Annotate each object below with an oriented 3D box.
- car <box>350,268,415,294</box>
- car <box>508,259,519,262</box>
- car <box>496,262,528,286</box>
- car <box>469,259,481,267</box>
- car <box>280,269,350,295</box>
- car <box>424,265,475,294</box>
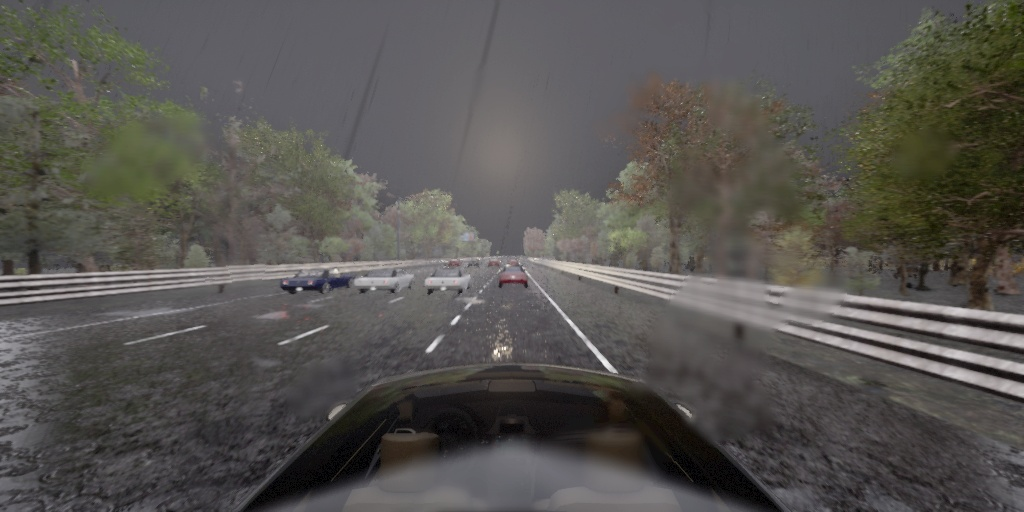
[{"bbox_3d":[-6.927,1.347,20.104,1.895,1.301,4.718,0,0,0],"label":"car"},{"bbox_3d":[0.266,1.269,64.783,1.812,1.442,4.674,0,0,0],"label":"car"},{"bbox_3d":[0.090,1.309,24.966,1.994,1.385,4.181,0,0,0],"label":"car"},{"bbox_3d":[-6.731,1.251,64.964,1.837,1.490,4.892,0,1,0],"label":"car"},{"bbox_3d":[-10.429,1.347,19.803,1.895,1.301,4.718,0,0,0],"label":"car"},{"bbox_3d":[-3.427,1.347,20.108,1.895,1.301,4.718,0,0,0],"label":"car"}]
